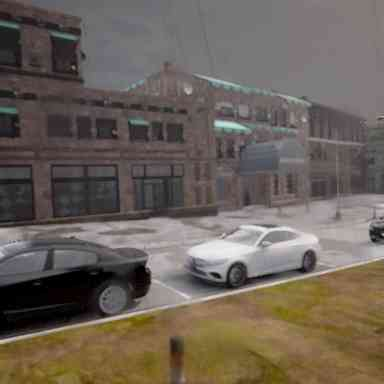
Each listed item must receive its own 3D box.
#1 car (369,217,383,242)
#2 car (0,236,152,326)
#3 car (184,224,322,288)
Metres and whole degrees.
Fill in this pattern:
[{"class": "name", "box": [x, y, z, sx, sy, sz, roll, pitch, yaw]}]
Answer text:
[{"class": "car", "box": [10.556, 1.620, 16.168, 5.008, 1.535, 2.097, 0, -1, -36]}, {"class": "car", "box": [-3.267, 1.710, 6.685, 5.008, 1.535, 2.097, 0, 0, -31]}, {"class": "car", "box": [1.980, 1.726, 10.050, 4.674, 1.452, 2.002, 0, 1, -33]}]
